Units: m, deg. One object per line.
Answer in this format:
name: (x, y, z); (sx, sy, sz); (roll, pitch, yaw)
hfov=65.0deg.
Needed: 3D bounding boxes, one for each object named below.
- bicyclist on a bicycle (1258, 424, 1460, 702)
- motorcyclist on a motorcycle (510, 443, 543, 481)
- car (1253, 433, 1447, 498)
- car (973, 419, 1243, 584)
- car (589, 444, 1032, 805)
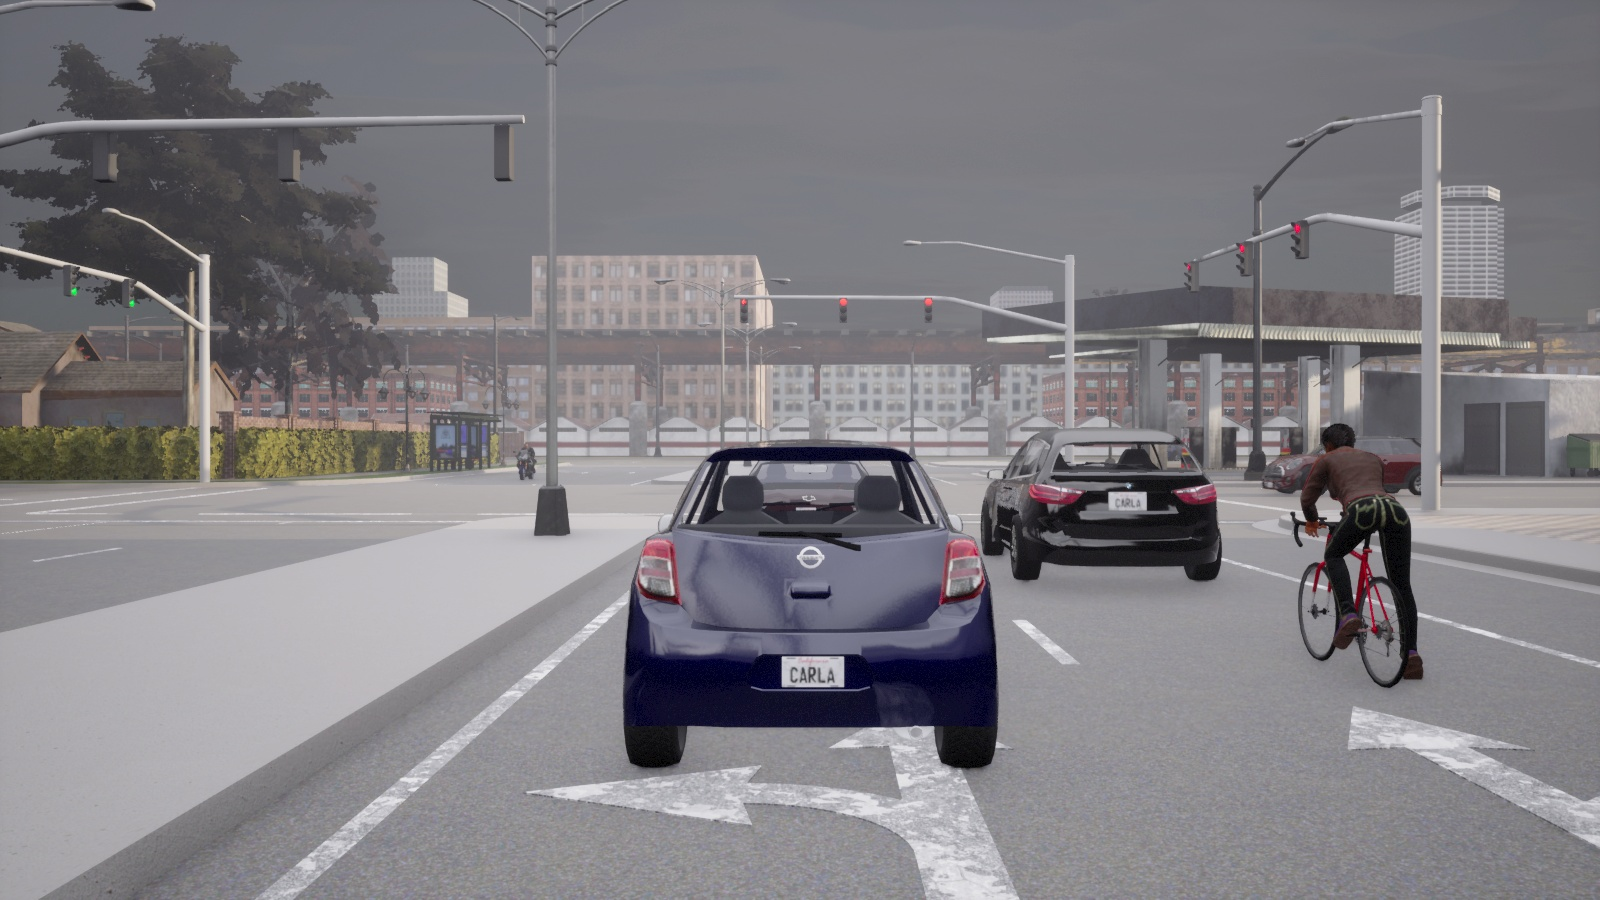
bicyclist on a bicycle: (3.560, 0.656, 8.151); (0.582, 1.620, 1.656); (0, 0, 0)
motorcyclist on a motorcycle: (-11.184, 0.482, 51.400); (0.866, 1.530, 2.191); (0, 0, 0)
car: (15.413, 0.417, 35.388); (4.553, 1.767, 2.097); (0, 0, -1)
car: (3.446, 0.508, 15.080); (2.242, 1.667, 4.611); (0, 0, 2)
car: (0.056, 0.721, 7.057); (1.845, 1.501, 3.633); (0, 0, 0)
